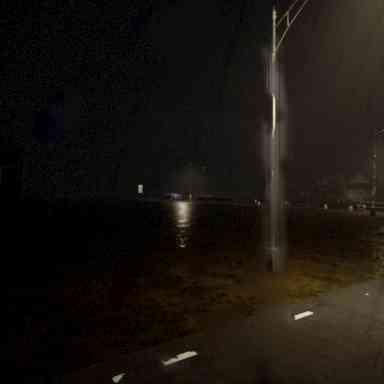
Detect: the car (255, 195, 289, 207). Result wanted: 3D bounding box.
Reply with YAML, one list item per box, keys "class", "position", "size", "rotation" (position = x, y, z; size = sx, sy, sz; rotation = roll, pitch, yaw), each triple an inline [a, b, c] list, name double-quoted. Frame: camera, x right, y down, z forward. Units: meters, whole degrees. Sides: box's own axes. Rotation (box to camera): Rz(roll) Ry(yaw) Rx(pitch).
- class: "car"
  position: [10.590, 1.176, 44.255]
  size: [1.837, 1.490, 4.892]
  rotation: [2, 0, -35]

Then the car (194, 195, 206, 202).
- class: "car"
  position: [2.296, 1.200, 62.337]
  size: [1.895, 1.301, 4.718]
  rotation: [2, -1, -35]

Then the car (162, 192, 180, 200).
- class: "car"
  position: [-4.619, 0.876, 71.927]
  size: [2.097, 1.767, 4.553]
  rotation: [2, -1, -35]

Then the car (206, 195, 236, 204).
- class: "car"
  position: [4.822, 1.172, 52.400]
  size: [1.895, 1.301, 4.718]
  rotation: [2, -1, -35]

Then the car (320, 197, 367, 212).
- class: "car"
  position: [16.344, 1.291, 36.140]
  size: [1.837, 1.490, 4.892]
  rotation: [2, 0, -35]
